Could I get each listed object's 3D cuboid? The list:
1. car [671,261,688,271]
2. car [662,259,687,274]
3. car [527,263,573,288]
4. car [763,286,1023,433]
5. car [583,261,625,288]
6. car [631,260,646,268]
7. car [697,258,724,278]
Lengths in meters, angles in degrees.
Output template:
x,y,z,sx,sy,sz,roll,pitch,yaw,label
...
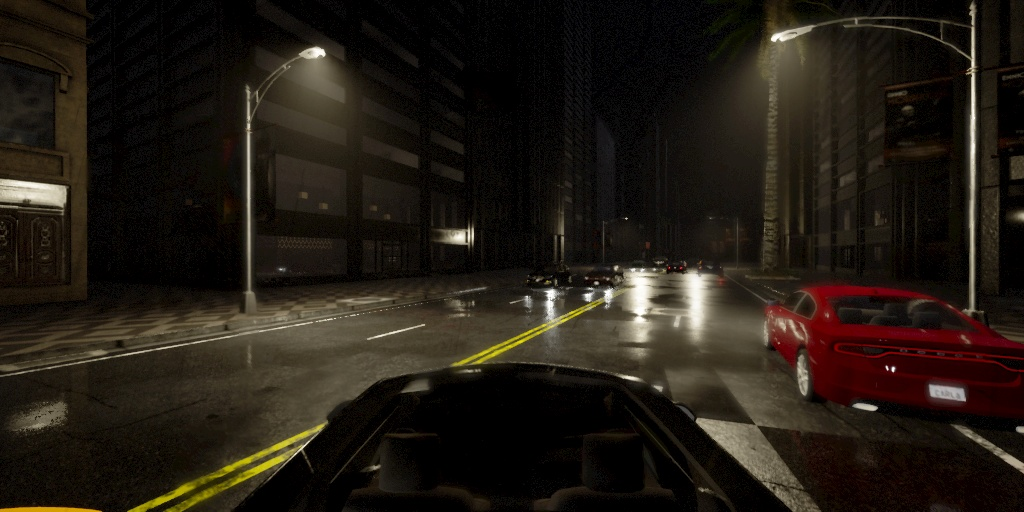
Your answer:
x,y,z,sx,sy,sz,roll,pitch,yaw,label
23.507,1.379,50.214,1.895,1.301,4.718,0,0,27,car
18.625,1.315,40.713,2.033,1.411,5.357,0,0,27,car
2.667,1.259,24.317,1.837,1.490,4.892,0,0,27,car
5.511,1.228,5.807,1.882,1.535,5.008,0,0,27,car
6.445,1.303,24.560,2.033,1.411,5.357,0,0,27,car
21.612,1.390,61.080,1.895,1.301,4.718,0,0,28,car
19.269,1.116,34.891,2.097,1.767,4.553,0,0,27,car
